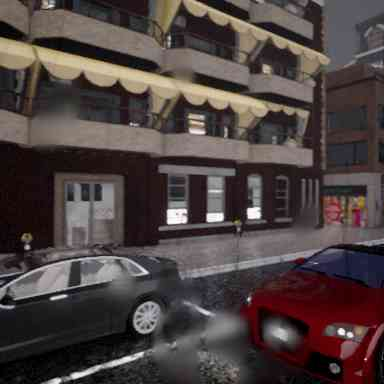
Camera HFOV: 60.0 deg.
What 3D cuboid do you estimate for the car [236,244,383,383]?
[{"bbox_3d":[2.702,1.579,5.298,4.181,1.385,1.994,0,0,-36],"label":"car"}]

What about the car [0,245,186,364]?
[{"bbox_3d":[-2.158,1.554,5.019,4.403,1.369,2.008,0,0,-35],"label":"car"}]
